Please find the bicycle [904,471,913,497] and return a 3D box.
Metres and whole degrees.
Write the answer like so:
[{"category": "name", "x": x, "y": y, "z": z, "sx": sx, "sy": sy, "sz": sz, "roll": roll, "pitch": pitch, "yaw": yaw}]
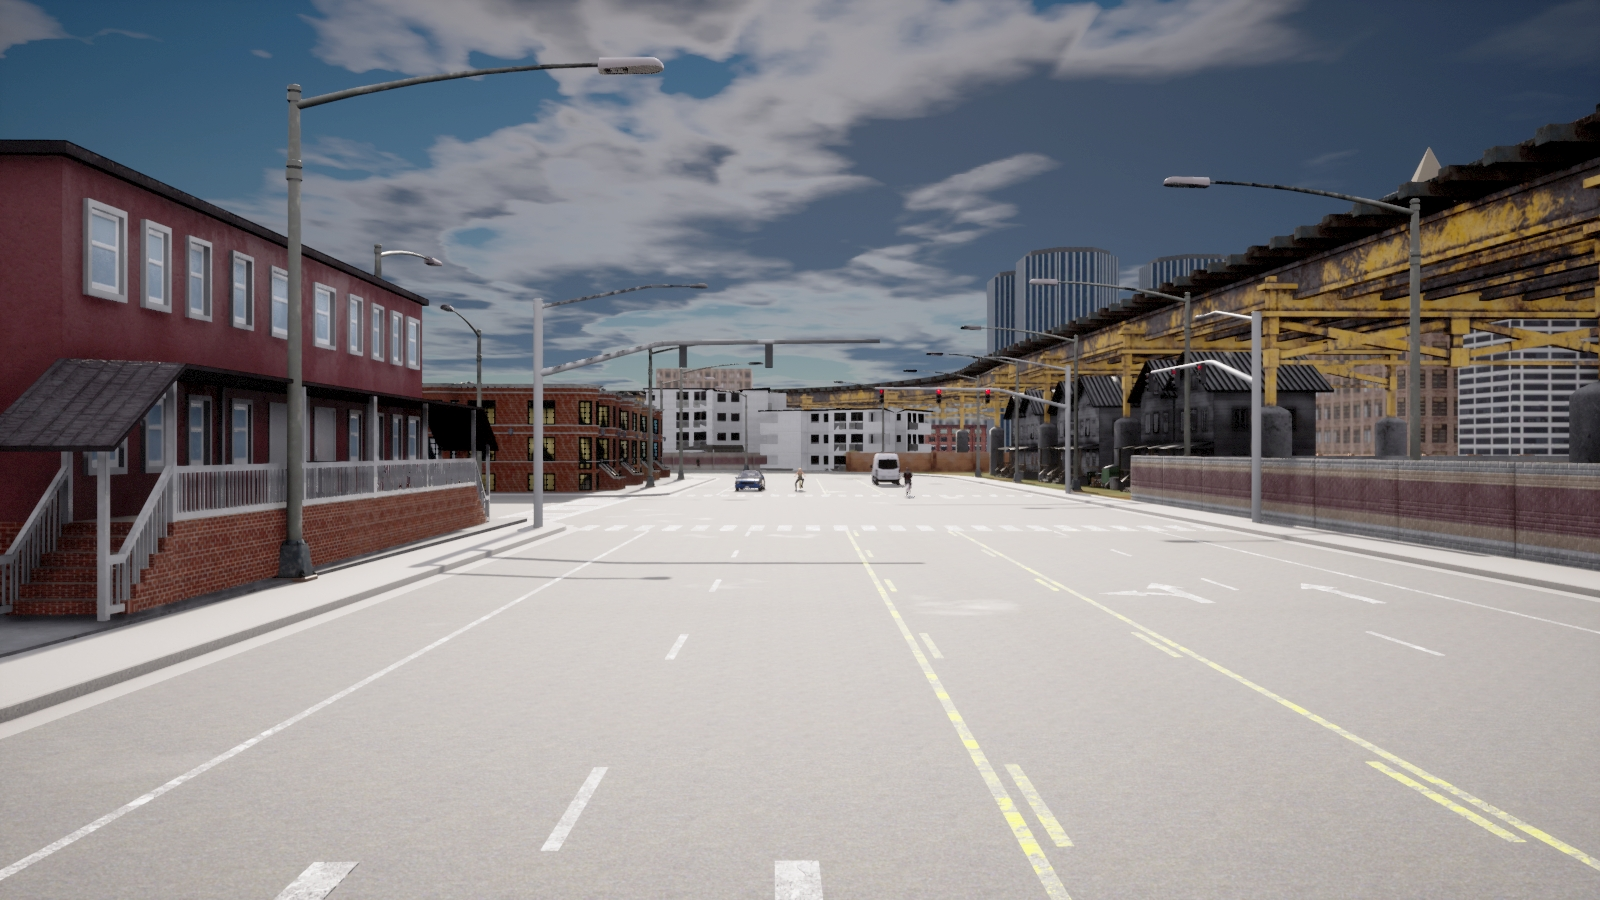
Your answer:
[{"category": "bicycle", "x": 6.640, "y": 2.073, "z": 70.042, "sx": 0.329, "sy": 1.496, "sz": 1.835, "roll": 0, "pitch": 0, "yaw": 13}]
